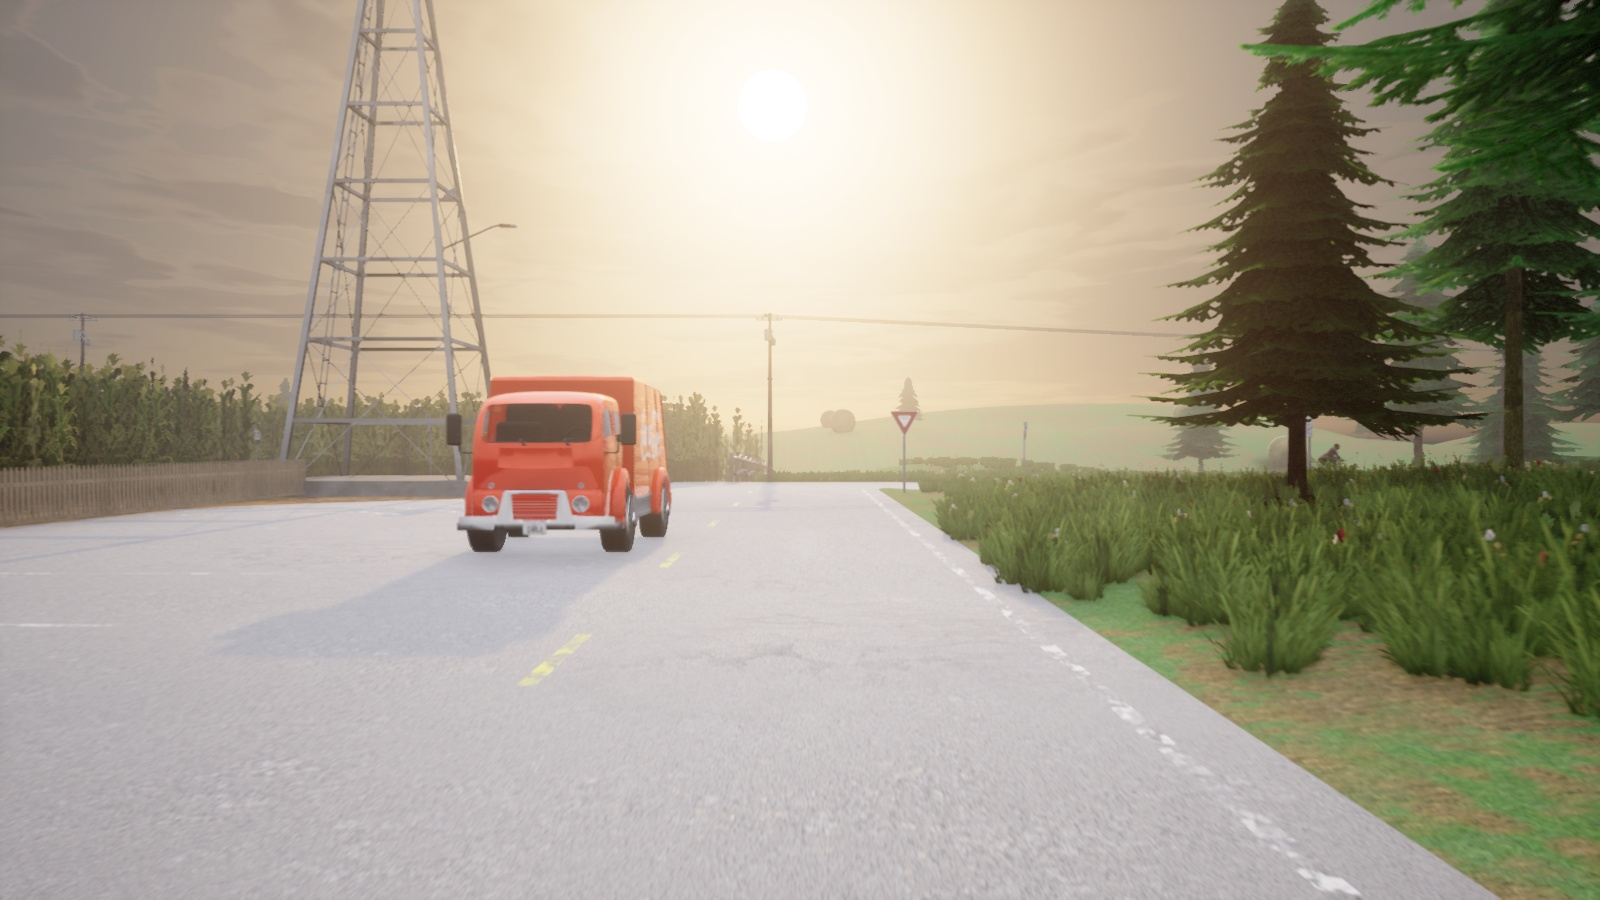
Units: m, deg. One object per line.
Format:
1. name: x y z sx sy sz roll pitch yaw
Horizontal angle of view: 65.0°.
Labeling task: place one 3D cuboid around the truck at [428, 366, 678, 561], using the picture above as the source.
1. truck: -3.379 0.153 18.470 2.627 2.467 5.204 0 0 0
